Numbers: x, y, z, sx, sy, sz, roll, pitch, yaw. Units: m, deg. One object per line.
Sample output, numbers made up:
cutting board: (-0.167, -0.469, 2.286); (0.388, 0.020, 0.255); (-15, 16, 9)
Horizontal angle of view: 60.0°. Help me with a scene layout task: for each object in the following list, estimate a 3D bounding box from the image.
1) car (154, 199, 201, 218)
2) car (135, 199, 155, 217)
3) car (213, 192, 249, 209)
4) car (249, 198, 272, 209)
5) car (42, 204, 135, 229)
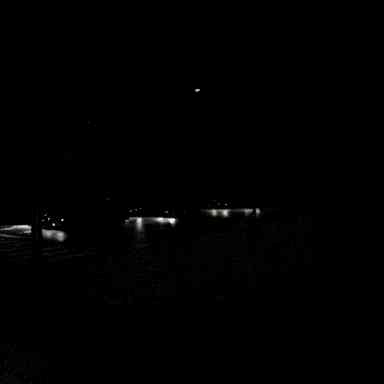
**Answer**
car: (-0.977, 1.465, 29.203); (1.994, 1.385, 4.181); (0, 0, 35)
car: (-3.903, 1.416, 30.685); (1.837, 1.490, 4.892); (0, 0, 35)
car: (4.863, 1.066, 43.047); (2.150, 2.045, 5.566); (0, 0, 36)
car: (8.559, 1.432, 42.628); (1.895, 1.301, 4.718); (0, 0, 36)
car: (-6.476, 1.489, 21.420); (2.033, 1.411, 5.357); (0, 0, 35)
